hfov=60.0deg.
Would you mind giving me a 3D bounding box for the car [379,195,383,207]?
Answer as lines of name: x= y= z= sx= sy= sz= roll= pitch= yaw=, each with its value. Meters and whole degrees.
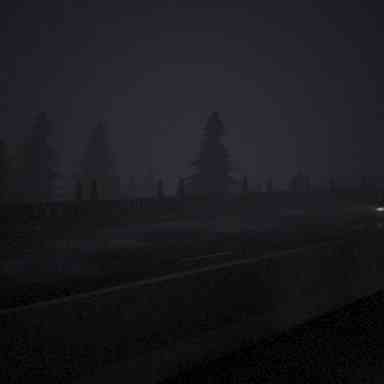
car: x=18.996 y=0.577 z=30.467 sx=4.892 sy=1.490 sz=1.837 roll=-3 pitch=2 yaw=-35
